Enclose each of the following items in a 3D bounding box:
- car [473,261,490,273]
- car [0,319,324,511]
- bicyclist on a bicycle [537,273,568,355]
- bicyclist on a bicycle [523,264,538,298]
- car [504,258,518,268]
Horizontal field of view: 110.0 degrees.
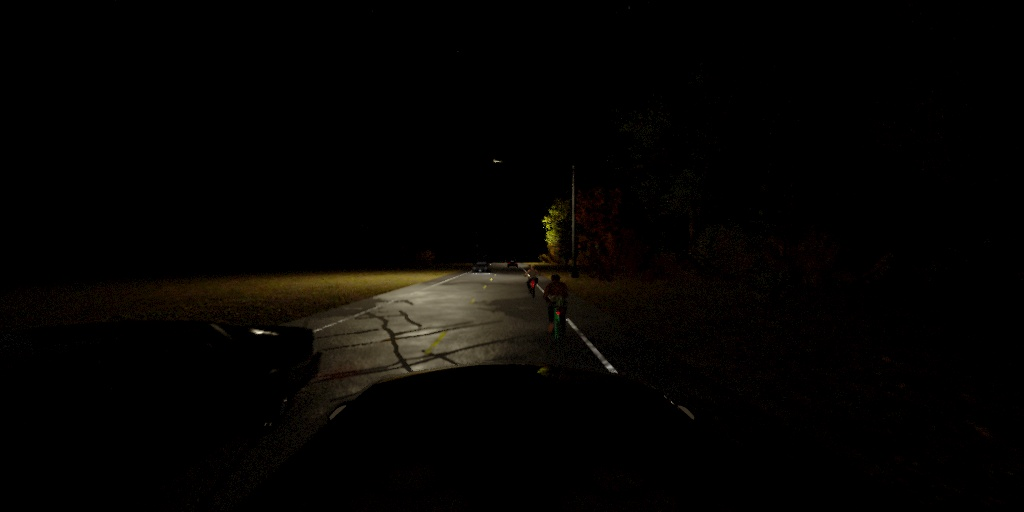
[{"bbox_3d":[-3.603,1.303,43.084,2.033,1.411,5.357,0,0,0],"label":"car"},{"bbox_3d":[-3.600,1.297,2.756,2.033,1.411,5.357,0,0,0],"label":"car"},{"bbox_3d":[0.962,1.204,7.775,0.582,1.620,1.656,0,0,0],"label":"bicyclist on a bicycle"},{"bbox_3d":[0.992,1.189,17.463,0.866,1.612,1.509,0,0,0],"label":"bicyclist on a bicycle"},{"bbox_3d":[0.095,1.306,62.930,2.033,1.411,5.357,0,0,0],"label":"car"}]
